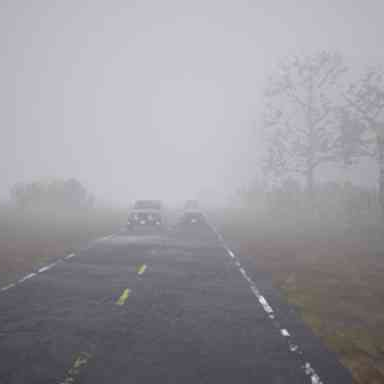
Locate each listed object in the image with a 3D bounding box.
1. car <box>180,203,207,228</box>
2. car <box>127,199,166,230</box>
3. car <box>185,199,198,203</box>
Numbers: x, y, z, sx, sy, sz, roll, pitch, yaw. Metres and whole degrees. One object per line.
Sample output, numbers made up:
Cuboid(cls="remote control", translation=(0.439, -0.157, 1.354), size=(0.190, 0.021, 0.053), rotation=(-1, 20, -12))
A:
Cuboid(cls="car", translation=(0.102, 1.757, 24.234), size=(1.812, 1.442, 4.674), rotation=(0, -1, 0))
Cuboid(cls="car", translation=(-2.997, 1.521, 23.029), size=(2.150, 2.045, 5.566), rotation=(0, -1, 0))
Cuboid(cls="car", translation=(-0.115, 1.743, 41.195), size=(2.097, 1.767, 4.553), rotation=(0, -1, -2))
